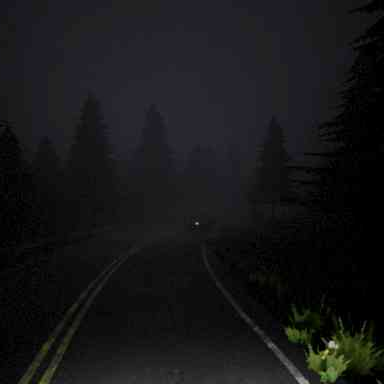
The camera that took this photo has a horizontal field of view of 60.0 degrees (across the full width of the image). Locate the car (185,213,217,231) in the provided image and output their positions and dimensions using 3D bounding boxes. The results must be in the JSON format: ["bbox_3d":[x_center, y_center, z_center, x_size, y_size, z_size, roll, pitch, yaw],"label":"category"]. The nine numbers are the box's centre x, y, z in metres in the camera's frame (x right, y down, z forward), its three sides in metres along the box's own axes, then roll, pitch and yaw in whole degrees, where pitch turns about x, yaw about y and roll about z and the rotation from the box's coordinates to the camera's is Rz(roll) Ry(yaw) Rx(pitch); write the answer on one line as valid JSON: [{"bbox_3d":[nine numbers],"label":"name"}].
[{"bbox_3d":[0.831,2.322,26.090,1.994,1.385,4.181,0,-2,14],"label":"car"}]

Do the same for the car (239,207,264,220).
[{"bbox_3d":[7.581,2.709,41.920,2.097,1.767,4.553,1,-1,28],"label":"car"}]
